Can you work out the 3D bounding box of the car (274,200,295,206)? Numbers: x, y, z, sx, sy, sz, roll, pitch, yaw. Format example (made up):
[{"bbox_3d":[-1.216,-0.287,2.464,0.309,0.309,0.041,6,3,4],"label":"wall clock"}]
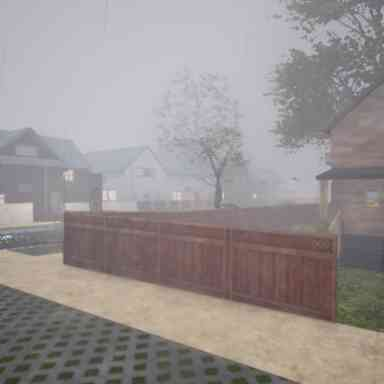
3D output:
[{"bbox_3d":[13.338,1.819,47.524,1.994,1.385,4.181,0,0,37],"label":"car"}]

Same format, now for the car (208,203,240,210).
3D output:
[{"bbox_3d":[3.321,1.835,34.300,1.812,1.442,4.674,0,0,37],"label":"car"}]
